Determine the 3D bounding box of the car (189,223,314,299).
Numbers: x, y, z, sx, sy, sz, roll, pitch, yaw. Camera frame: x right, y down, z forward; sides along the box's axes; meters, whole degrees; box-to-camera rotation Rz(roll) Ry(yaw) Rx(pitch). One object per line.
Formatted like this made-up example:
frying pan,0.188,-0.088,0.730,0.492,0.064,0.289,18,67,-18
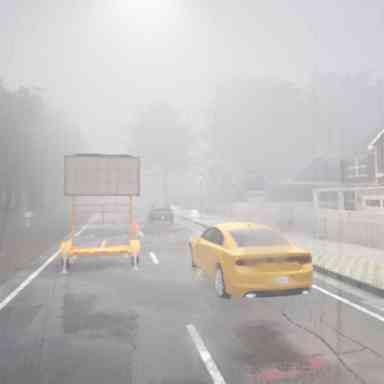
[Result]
car,1.198,1.550,8.797,1.882,1.535,5.008,0,0,-12

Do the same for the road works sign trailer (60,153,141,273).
road works sign trailer,-2.958,0.537,11.069,2.380,3.560,2.880,0,0,-12

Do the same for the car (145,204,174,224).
car,-2.627,1.684,26.637,2.128,1.511,4.902,0,0,-12
